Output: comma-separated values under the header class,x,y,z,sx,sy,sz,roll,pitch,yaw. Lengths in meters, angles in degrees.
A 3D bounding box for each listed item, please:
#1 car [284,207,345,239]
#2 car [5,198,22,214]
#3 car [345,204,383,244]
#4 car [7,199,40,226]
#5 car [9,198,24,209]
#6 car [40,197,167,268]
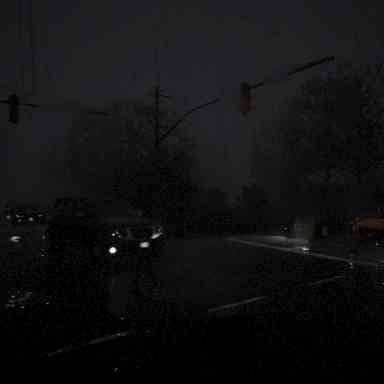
class,x,y,z,sx,sy,sz,roll,pitch,yaw
car,6.690,1.491,16.983,4.181,1.385,1.994,0,0,-33
car,-19.046,1.584,35.945,2.033,1.411,5.357,0,0,-29
car,9.032,1.405,14.338,5.008,1.535,1.882,0,0,-33
car,-11.518,1.483,23.227,1.837,1.490,4.892,0,0,-32
car,-26.029,1.670,49.485,1.837,1.490,4.892,0,-1,-26
car,-3.224,1.200,11.750,2.150,2.045,5.566,0,0,-42
